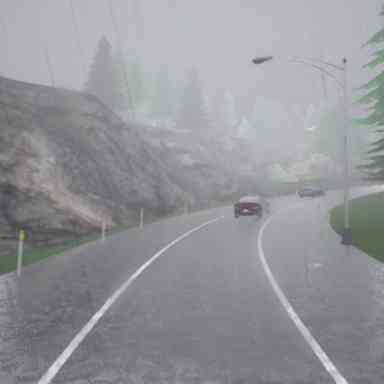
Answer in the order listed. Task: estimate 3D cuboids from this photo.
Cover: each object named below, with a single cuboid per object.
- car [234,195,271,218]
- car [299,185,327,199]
[{"bbox_3d":[4.463,0.971,24.190,1.882,1.535,5.008,-1,2,22],"label":"car"},{"bbox_3d":[14.548,-0.045,39.989,2.128,1.511,4.902,-2,3,42],"label":"car"}]
